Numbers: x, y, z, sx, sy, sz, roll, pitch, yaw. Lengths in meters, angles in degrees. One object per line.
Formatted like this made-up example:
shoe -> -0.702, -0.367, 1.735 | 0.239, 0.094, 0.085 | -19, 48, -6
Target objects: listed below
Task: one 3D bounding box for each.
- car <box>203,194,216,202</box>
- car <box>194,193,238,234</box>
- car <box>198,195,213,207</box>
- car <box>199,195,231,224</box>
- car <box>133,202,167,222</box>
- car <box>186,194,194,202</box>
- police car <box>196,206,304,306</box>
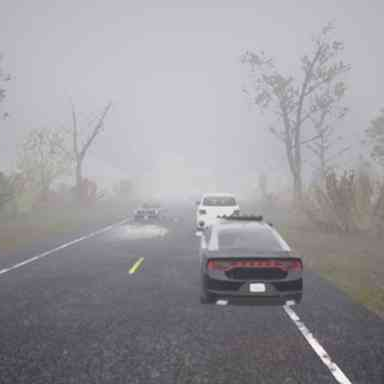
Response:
car -> 3.377, 1.167, 63.432 | 2.033, 1.411, 5.357 | 0, 0, 6
car -> 1.366, 1.078, 17.965 | 2.150, 2.045, 5.566 | 0, 0, 2
car -> 1.928, 1.186, 46.352 | 1.837, 1.490, 4.892 | 0, 0, 5
car -> 1.582, 1.161, 23.875 | 2.097, 1.767, 4.553 | 0, 0, 2
car -> -3.017, 1.405, 24.662 | 1.895, 1.301, 4.718 | 0, 0, 3
car -> 0.046, 1.118, 64.903 | 1.837, 1.490, 4.892 | 0, 0, 7
police car -> 1.127, 1.358, 8.094 | 1.930, 1.638, 5.238 | 0, 0, 1
